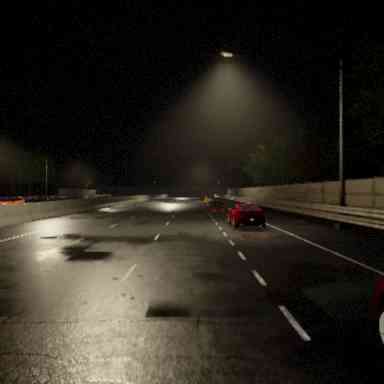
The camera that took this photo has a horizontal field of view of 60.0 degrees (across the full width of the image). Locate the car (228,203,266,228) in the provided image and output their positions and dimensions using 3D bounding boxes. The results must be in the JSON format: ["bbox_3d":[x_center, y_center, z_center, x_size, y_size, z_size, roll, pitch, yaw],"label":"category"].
[{"bbox_3d":[3.510,1.470,21.933,1.882,1.535,5.008,0,0,0],"label":"car"}]

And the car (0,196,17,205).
[{"bbox_3d":[-21.060,1.351,38.008,2.097,1.767,4.553,0,0,0],"label":"car"}]

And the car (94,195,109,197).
[{"bbox_3d":[-20.963,1.190,78.747,1.994,1.385,4.181,0,0,0],"label":"car"}]

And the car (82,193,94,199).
[{"bbox_3d":[-24.463,0.993,78.782,2.097,1.767,4.553,0,0,0],"label":"car"}]

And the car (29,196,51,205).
[{"bbox_3d":[-27.974,1.527,61.410,1.812,1.442,4.674,0,0,0],"label":"car"}]

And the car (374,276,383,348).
[{"bbox_3d":[3.501,1.336,2.704,1.882,1.535,5.008,0,0,0],"label":"car"}]

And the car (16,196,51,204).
[{"bbox_3d":[-17.562,1.506,37.949,1.837,1.490,4.892,0,-1,0],"label":"car"}]

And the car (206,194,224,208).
[{"bbox_3d":[3.521,1.491,48.307,2.128,1.511,4.902,0,0,0],"label":"car"}]

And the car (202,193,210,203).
[{"bbox_3d":[3.529,1.487,67.002,1.882,1.535,5.008,0,0,0],"label":"car"}]
